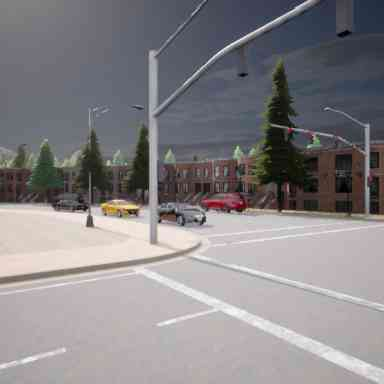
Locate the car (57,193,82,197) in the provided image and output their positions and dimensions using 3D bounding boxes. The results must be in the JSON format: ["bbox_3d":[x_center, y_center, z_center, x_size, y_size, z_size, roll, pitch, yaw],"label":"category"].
[{"bbox_3d":[-20.139,1.221,53.528,5.566,2.045,2.150,0,0,21],"label":"car"}]

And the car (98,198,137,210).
[{"bbox_3d":[-9.895,1.547,44.091,5.357,1.411,2.033,0,0,36],"label":"car"}]

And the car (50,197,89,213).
[{"bbox_3d":[-13.880,1.601,37.979,4.718,1.301,1.895,0,0,37],"label":"car"}]

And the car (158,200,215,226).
[{"bbox_3d":[-0.957,1.492,23.353,2.128,1.511,4.902,0,0,-36],"label":"car"}]

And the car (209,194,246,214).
[{"bbox_3d":[3.314,1.221,35.625,2.150,2.045,5.566,0,0,-38],"label":"car"}]

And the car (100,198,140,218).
[{"bbox_3d":[-6.709,1.478,30.916,1.882,1.535,5.008,0,0,-40],"label":"car"}]
